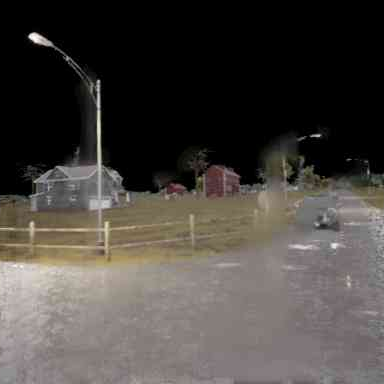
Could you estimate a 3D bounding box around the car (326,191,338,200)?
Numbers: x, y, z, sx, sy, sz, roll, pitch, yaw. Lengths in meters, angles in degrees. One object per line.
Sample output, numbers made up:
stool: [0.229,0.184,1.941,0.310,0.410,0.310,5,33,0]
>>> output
car: [25.841,0.644,61.262,1.882,1.535,5.008,-3,0,24]

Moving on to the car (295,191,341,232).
car: [7.348,1.197,19.332,2.150,2.045,5.566,-3,1,24]
